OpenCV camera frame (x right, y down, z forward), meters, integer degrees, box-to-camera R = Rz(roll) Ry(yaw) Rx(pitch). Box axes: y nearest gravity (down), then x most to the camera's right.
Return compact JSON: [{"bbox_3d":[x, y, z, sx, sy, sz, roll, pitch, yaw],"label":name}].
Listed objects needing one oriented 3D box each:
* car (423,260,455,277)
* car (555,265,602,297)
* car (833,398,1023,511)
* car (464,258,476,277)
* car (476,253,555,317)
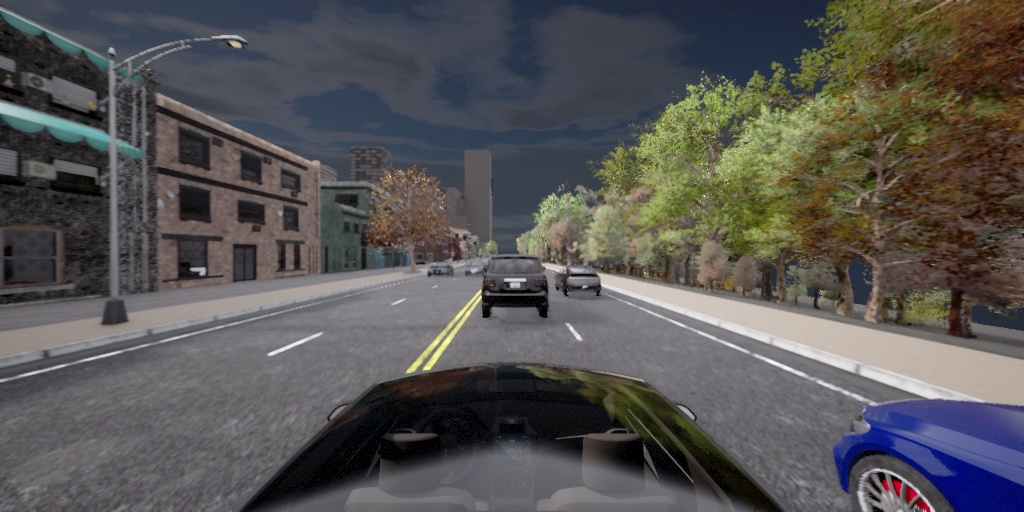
[{"bbox_3d":[-6.629,1.259,33.706,1.994,1.385,4.181,0,0,0],"label":"car"},{"bbox_3d":[3.340,1.213,18.837,2.128,1.511,4.902,0,0,0],"label":"car"},{"bbox_3d":[3.350,1.278,0.730,1.812,1.442,4.674,0,0,0],"label":"car"},{"bbox_3d":[-3.379,1.186,34.178,2.128,1.511,4.902,0,0,0],"label":"car"},{"bbox_3d":[0.094,0.952,13.258,2.150,2.045,5.566,0,0,0],"label":"car"}]
